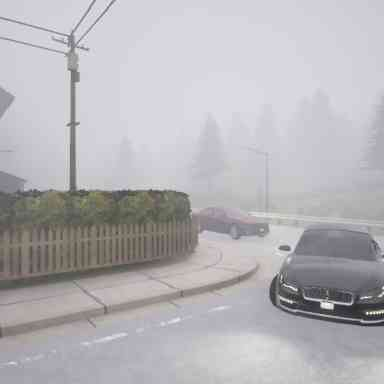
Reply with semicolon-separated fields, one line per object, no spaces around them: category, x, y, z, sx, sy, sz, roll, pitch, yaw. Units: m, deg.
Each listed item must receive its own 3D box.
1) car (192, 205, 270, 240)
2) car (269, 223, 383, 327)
car;1.870;1.476;17.440;1.882;1.535;5.008;0;0;-33
car;3.168;1.504;7.304;1.837;1.490;4.892;0;0;27
